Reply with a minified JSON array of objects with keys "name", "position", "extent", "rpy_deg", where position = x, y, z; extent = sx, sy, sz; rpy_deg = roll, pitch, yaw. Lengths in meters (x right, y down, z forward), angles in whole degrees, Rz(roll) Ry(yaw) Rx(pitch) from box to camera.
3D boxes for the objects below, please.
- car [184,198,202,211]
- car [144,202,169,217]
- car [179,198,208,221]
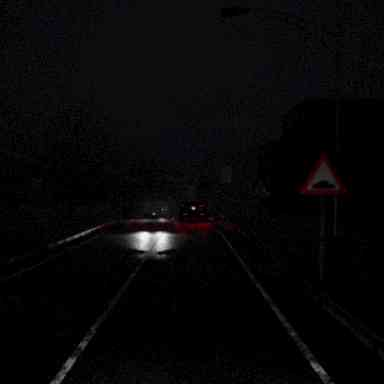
[{"name":"car","position":[0.125,1.483,40.251],"extent":[2.033,1.411,5.357],"rpy_deg":[0,0,1]},{"name":"car","position":[-3.258,1.584,30.830],"extent":[1.895,1.301,4.718],"rpy_deg":[0,0,0]},{"name":"car","position":[0.096,1.371,24.745],"extent":[2.163,1.488,4.792],"rpy_deg":[0,-6,0]}]
